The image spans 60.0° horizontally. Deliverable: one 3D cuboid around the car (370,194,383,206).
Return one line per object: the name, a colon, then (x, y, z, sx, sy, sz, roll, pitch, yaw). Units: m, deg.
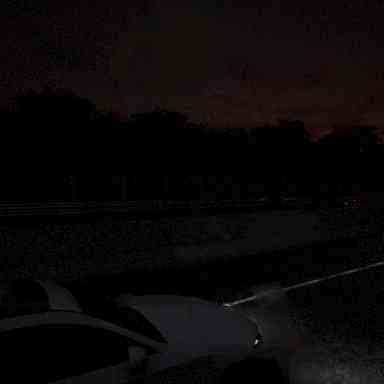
car: (22.121, 1.264, 36.897, 4.181, 1.385, 1.994, -1, 0, -35)

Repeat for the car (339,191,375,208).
car: (19.860, 0.923, 39.585, 5.566, 2.045, 2.150, -1, 0, -35)

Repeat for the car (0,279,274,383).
car: (-1.361, 1.523, 2.775, 4.674, 1.442, 1.812, -1, 0, -35)
